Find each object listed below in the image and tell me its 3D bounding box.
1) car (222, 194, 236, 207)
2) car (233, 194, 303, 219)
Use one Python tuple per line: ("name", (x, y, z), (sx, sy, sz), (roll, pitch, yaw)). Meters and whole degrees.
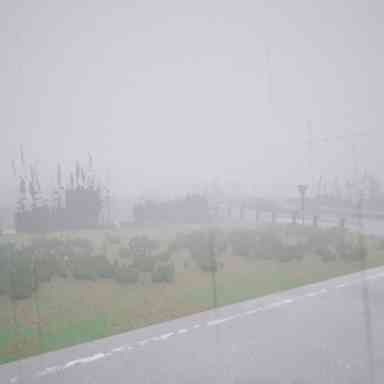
("car", (5.019, 0.901, 33.797), (2.128, 1.511, 4.902), (0, 2, -33))
("car", (5.930, 1.205, 25.665), (2.033, 1.411, 5.357), (0, 2, -33))
